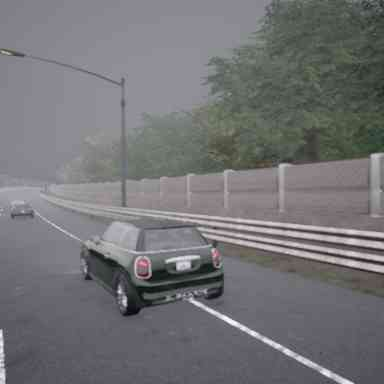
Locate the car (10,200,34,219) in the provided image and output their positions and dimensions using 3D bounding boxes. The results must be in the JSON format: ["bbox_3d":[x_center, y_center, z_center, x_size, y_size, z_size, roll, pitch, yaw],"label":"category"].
[{"bbox_3d":[-16.658,1.789,32.635,1.994,1.385,4.181,0,0,-29],"label":"car"}]

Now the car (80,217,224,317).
[{"bbox_3d":[-1.234,1.407,8.018,2.097,1.767,4.553,0,0,-31],"label":"car"}]

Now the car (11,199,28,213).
[{"bbox_3d":[-21.540,1.687,41.377,1.812,1.442,4.674,0,1,-29],"label":"car"}]
